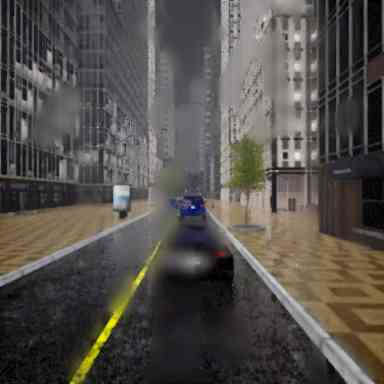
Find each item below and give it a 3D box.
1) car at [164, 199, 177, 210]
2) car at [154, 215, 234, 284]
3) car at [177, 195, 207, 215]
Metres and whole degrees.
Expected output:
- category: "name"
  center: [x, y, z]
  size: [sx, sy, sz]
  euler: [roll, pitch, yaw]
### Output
- category: "car"
  center: [-2.847, 1.646, 46.112]
  size: [1.882, 1.535, 5.008]
  euler: [0, 0, 0]
- category: "car"
  center: [0.064, 1.588, 9.664]
  size: [1.994, 1.385, 4.181]
  euler: [0, 0, 0]
- category: "car"
  center: [0.079, 1.316, 28.667]
  size: [2.150, 2.045, 5.566]
  euler: [0, 0, 0]
